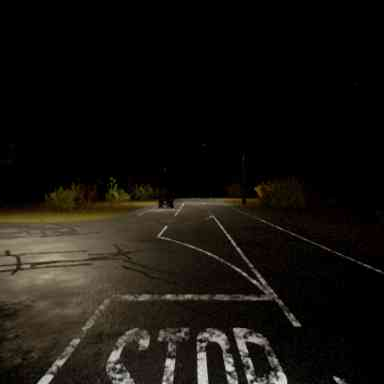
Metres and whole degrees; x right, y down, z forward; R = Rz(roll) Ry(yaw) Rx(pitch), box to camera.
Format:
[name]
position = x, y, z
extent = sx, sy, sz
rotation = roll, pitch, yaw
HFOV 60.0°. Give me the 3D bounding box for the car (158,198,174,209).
[car]
position = -3.293, 1.455, 43.276
extent = 1.812, 1.442, 4.674
rotation = 0, 0, 0
